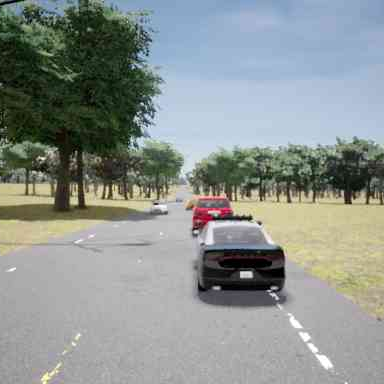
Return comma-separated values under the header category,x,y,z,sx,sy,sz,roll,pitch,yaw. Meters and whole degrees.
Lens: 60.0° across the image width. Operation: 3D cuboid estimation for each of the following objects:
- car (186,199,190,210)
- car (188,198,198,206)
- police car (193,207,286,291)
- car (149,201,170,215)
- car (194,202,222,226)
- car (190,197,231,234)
category,x,y,z,sx,sy,sz,roll,pitch,yaw
car,0.159,1.742,46.959,1.882,1.535,5.008,0,-1,1
car,0.109,1.954,64.244,1.812,1.442,4.674,0,-1,0
police car,1.076,1.435,9.132,1.930,1.638,5.238,0,0,0
car,-3.496,1.698,36.202,1.812,1.442,4.674,0,0,0
car,1.122,1.564,25.028,1.882,1.535,5.008,0,0,0
car,1.105,1.272,19.056,2.150,2.045,5.566,0,0,0
